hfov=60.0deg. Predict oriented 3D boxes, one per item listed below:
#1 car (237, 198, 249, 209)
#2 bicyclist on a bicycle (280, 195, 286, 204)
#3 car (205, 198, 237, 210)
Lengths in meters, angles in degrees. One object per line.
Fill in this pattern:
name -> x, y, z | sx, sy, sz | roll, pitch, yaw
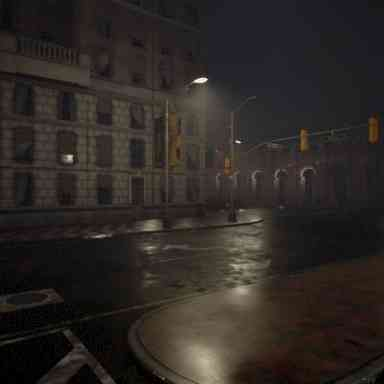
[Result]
car -> 5.711, 1.526, 45.207 | 1.812, 1.442, 4.674 | 0, 0, -36
bicyclist on a bicycle -> 15.449, 1.300, 56.436 | 1.656, 1.620, 0.582 | 0, 0, -36
car -> 2.966, 1.492, 43.026 | 2.128, 1.511, 4.902 | 0, 0, -36
